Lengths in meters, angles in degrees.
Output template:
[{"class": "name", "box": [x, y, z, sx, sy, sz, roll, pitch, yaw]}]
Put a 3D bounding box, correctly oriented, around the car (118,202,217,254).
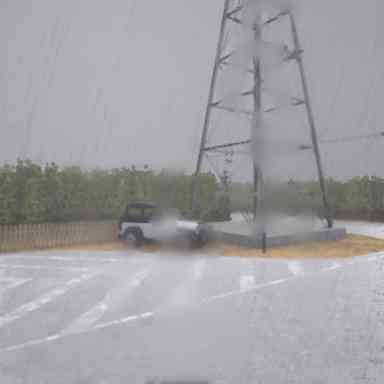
[{"class": "car", "box": [-1.076, 1.360, 13.417, 3.866, 1.878, 1.905, 0, 0, 23]}]
